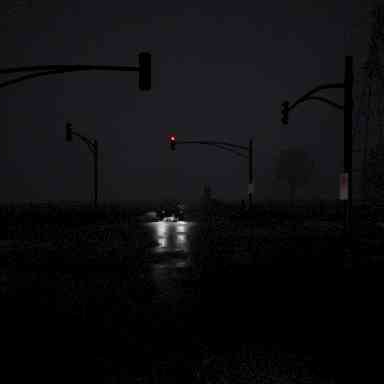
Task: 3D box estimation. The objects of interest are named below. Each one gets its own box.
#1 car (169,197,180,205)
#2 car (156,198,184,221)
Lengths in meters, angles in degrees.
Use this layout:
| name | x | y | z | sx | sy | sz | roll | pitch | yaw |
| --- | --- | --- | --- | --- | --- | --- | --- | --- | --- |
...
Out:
| name | x | y | z | sx | sy | sz | roll | pitch | yaw |
| --- | --- | --- | --- | --- | --- | --- | --- | --- | --- |
| car | -3.094 | 1.596 | 59.635 | 1.895 | 1.301 | 4.718 | 0 | 0 | 0 |
| car | -1.940 | 1.518 | 27.516 | 1.812 | 1.442 | 4.674 | 0 | 0 | -13 |
